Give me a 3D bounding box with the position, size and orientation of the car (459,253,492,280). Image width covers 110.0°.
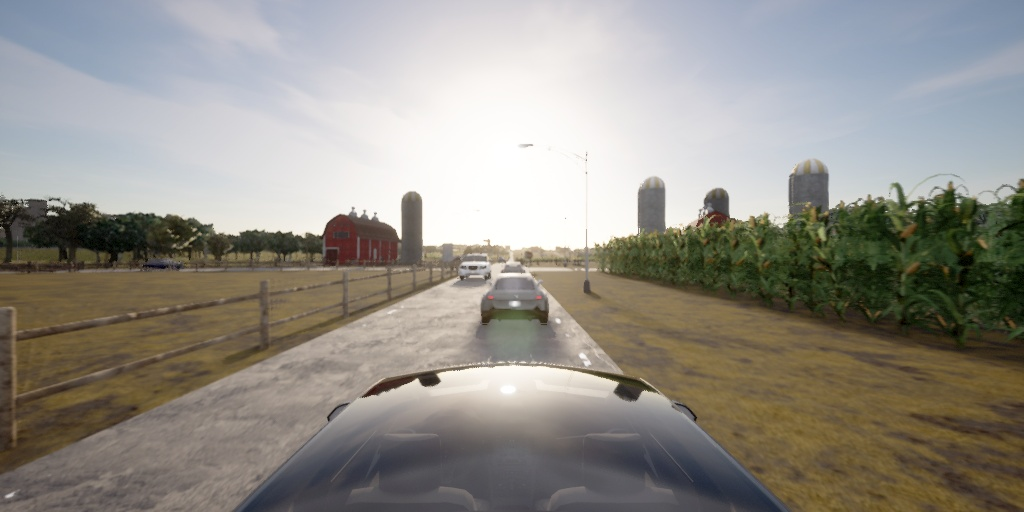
[{"bbox_3d":[-2.824,0.804,28.697,2.150,2.045,5.566,0,0,0],"label":"car"}]

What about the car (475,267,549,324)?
[{"bbox_3d":[0.082,1.236,11.620,1.994,1.385,4.181,0,0,0],"label":"car"}]

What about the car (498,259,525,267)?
[{"bbox_3d":[0.089,1.150,27.532,1.994,1.385,4.181,0,0,0],"label":"car"}]
